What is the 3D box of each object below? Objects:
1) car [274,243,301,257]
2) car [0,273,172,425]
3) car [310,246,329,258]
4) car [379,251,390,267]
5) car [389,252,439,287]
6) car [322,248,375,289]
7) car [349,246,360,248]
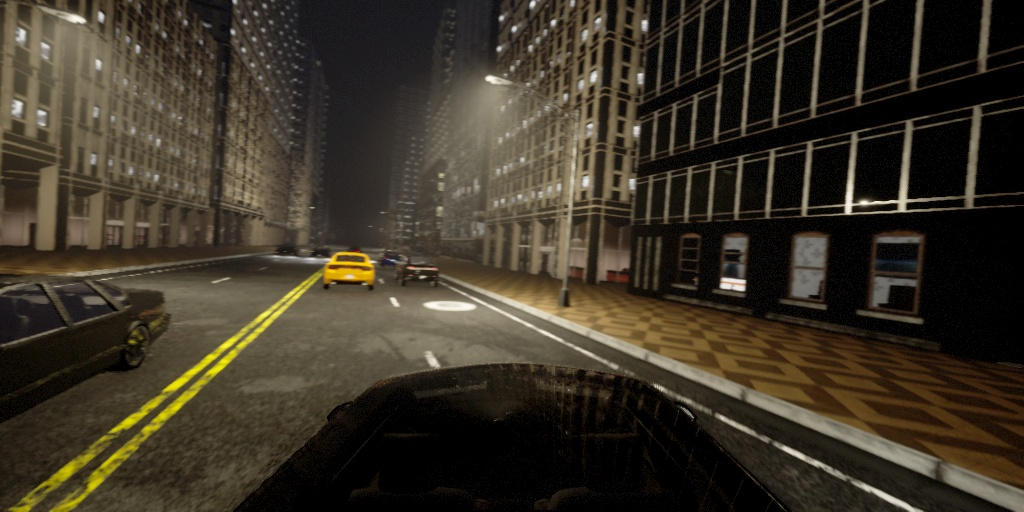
[{"bbox_3d":[-24.665,-0.696,39.574,1.994,1.385,4.181,4,0,-23],"label":"car"},{"bbox_3d":[-5.529,0.896,3.470,2.033,1.411,5.357,4,1,-24],"label":"car"},{"bbox_3d":[-21.749,-0.469,40.965,1.895,1.301,4.718,4,0,-23],"label":"car"},{"bbox_3d":[-11.236,0.273,33.350,1.994,1.385,4.181,4,1,-23],"label":"car"},{"bbox_3d":[-5.185,0.728,19.348,2.128,1.511,4.902,4,1,-23],"label":"car"},{"bbox_3d":[-7.436,0.581,16.542,1.882,1.535,5.008,4,1,-24],"label":"car"},{"bbox_3d":[-20.143,-0.491,45.856,1.837,1.490,4.892,4,0,-24],"label":"car"}]
